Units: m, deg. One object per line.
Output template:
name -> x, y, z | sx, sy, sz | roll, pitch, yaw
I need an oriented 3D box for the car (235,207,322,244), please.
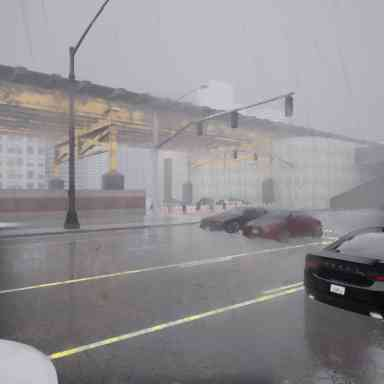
car -> 4.397, 1.565, 15.900 | 4.181, 1.385, 1.994 | 0, 0, -37

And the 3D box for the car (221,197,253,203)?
car -> 5.513, 1.295, 43.710 | 4.536, 1.218, 1.853 | 0, 0, -7

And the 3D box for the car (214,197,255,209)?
car -> 5.565, 1.452, 43.717 | 4.974, 1.542, 2.038 | 0, 0, -7

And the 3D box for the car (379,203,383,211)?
car -> 24.646, 1.547, 40.070 | 5.357, 1.411, 2.033 | 0, 0, -37

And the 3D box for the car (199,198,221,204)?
car -> 1.685, 1.453, 39.925 | 2.038, 1.542, 4.974 | 0, 0, 18

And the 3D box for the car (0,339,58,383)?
car -> -3.081, 1.526, 1.541 | 4.674, 1.442, 1.812 | 0, 0, -36

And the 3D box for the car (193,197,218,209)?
car -> 1.701, 1.295, 39.975 | 1.853, 1.218, 4.536 | 0, 0, 18

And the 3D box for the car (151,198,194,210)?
car -> -2.089, 1.295, 37.216 | 4.536, 1.218, 1.853 | 0, 0, 8

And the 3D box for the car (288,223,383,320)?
car -> 4.446, 1.478, 7.010 | 5.008, 1.535, 1.882 | 0, 0, -36

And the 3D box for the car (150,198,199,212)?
car -> -2.038, 1.453, 37.209 | 4.974, 1.542, 2.038 | 0, 0, 8

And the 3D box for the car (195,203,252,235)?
car -> 3.023, 1.547, 19.004 | 5.357, 1.411, 2.033 | 0, 0, -35
